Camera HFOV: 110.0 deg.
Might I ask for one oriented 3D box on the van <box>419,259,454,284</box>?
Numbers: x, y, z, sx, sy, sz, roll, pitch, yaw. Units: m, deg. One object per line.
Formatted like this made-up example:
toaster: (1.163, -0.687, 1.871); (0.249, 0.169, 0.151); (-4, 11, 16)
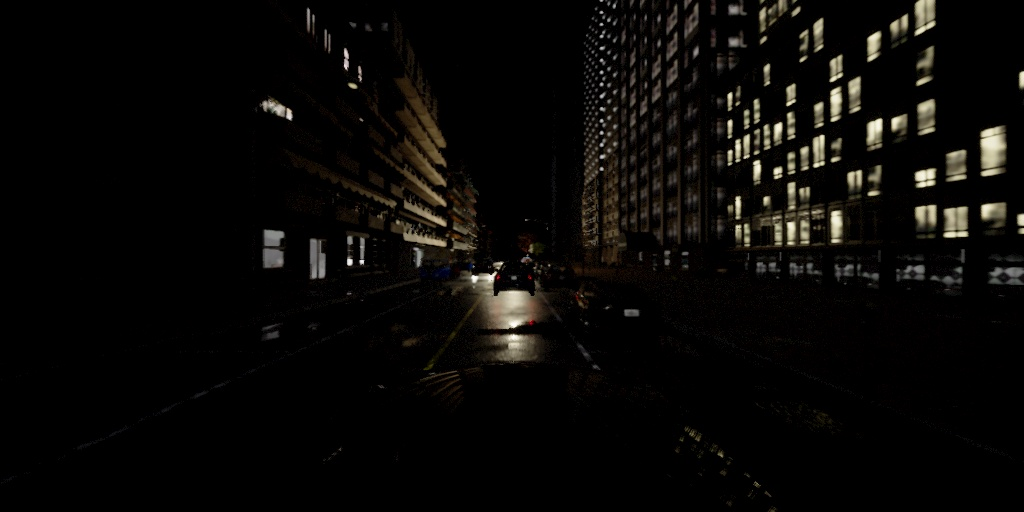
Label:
van: (-5.682, 1.106, 26.717); (1.690, 1.789, 3.998); (0, 0, 0)

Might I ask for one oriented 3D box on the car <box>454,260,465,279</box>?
car: (-5.681, 1.314, 32.239); (1.888, 1.381, 4.507); (0, 0, 0)

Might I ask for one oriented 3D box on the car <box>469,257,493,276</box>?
car: (-3.020, 1.125, 38.049); (2.097, 1.767, 4.553); (0, 0, 1)

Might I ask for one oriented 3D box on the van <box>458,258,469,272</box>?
van: (-5.677, 1.120, 43.284); (1.690, 1.789, 3.998); (0, 0, 0)

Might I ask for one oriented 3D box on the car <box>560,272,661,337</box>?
car: (2.694, 1.319, 10.145); (1.948, 1.339, 4.313); (0, 0, 0)

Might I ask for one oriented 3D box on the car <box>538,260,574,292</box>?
car: (2.697, 1.201, 21.190); (1.967, 1.591, 4.097); (0, 0, 0)

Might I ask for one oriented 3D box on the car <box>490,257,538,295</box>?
car: (0.106, 1.112, 19.893); (2.097, 1.767, 4.553); (0, 0, 0)

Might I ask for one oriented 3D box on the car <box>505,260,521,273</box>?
car: (0.113, 1.287, 45.765); (1.837, 1.490, 4.892); (0, 0, 0)
